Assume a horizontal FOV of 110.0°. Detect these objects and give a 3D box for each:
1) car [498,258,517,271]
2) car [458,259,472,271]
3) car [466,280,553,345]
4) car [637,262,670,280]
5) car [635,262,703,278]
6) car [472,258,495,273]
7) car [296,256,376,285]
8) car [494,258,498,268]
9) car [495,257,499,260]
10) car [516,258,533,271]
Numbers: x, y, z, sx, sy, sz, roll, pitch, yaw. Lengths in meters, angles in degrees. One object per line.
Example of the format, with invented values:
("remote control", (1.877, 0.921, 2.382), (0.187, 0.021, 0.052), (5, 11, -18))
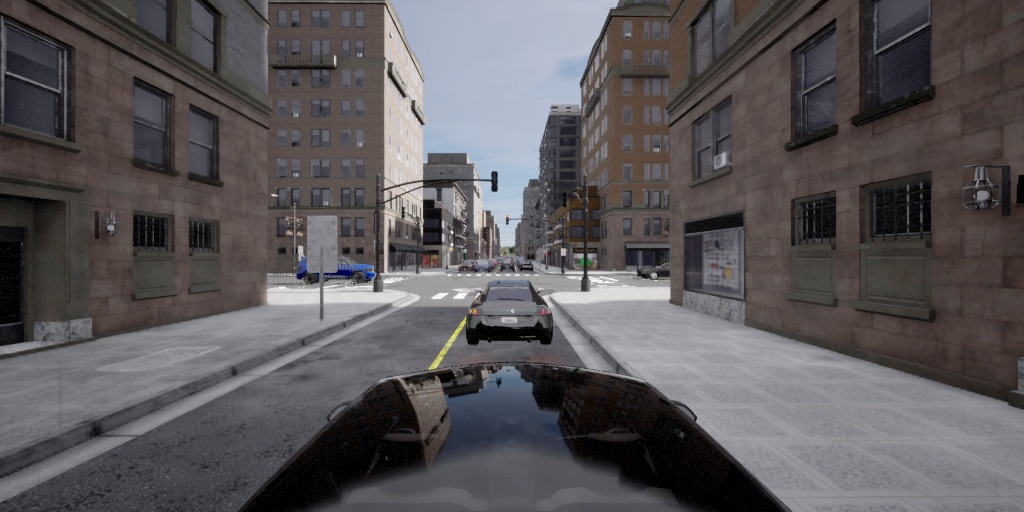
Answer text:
("car", (-0.631, 1.320, 50.750), (1.812, 1.442, 4.674), (0, 0, 0))
("car", (-6.094, 1.230, 48.543), (1.967, 1.591, 4.097), (0, 0, 0))
("car", (-0.064, 1.314, 9.532), (1.994, 1.385, 4.181), (0, 0, 0))
("car", (12.956, 1.201, 29.967), (4.892, 1.490, 1.837), (0, 0, -1))
("car", (14.481, 1.243, 33.238), (5.357, 1.411, 2.033), (0, 0, -1))
("car", (-3.546, 1.310, 44.589), (1.812, 1.442, 4.674), (0, 0, 1))
("car", (-12.729, 1.013, 26.383), (5.566, 2.045, 2.150), (0, 0, -4))
("car", (-3.591, 1.348, 54.268), (2.033, 1.411, 5.357), (0, 0, 0))
("car", (-3.634, 1.297, 64.220), (1.882, 1.535, 5.008), (0, 0, 0))
("car", (1.931, 1.356, 48.602), (1.948, 1.339, 4.313), (0, 0, 0))
